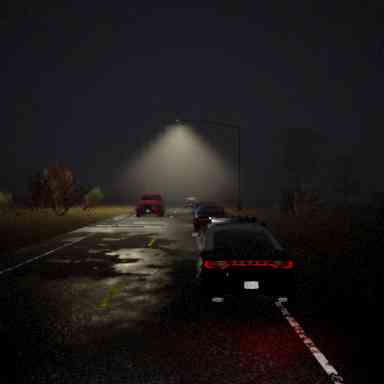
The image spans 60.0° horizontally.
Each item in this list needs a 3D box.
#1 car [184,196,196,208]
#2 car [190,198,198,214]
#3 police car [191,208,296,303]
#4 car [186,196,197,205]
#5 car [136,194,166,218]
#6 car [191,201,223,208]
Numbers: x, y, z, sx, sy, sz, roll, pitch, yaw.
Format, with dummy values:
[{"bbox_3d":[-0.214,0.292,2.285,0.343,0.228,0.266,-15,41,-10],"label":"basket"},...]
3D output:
[{"bbox_3d":[-0.075,1.415,45.783,2.128,1.511,4.902,0,0,0],"label":"car"},{"bbox_3d":[0.993,1.450,24.281,1.882,1.535,5.008,0,0,0],"label":"car"},{"bbox_3d":[1.030,1.419,8.388,1.930,1.638,5.238,0,0,0],"label":"police car"},{"bbox_3d":[-0.148,1.407,59.117,1.812,1.442,4.674,0,0,0],"label":"car"},{"bbox_3d":[-3.571,1.183,29.656,2.150,2.045,5.566,0,0,0],"label":"car"},{"bbox_3d":[1.007,1.488,18.279,1.837,1.490,4.892,0,0,0],"label":"car"}]
